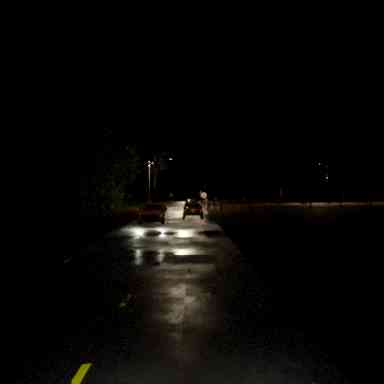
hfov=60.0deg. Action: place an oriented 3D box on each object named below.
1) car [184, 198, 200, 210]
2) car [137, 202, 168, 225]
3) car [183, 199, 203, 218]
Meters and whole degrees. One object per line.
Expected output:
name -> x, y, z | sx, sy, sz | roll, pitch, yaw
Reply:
car -> -0.005, 1.669, 46.653 | 2.163, 1.488, 4.792 | 0, 0, 0
car -> -2.840, 1.552, 24.912 | 1.882, 1.535, 5.008 | 0, 0, 0
car -> 0.074, 1.558, 30.724 | 1.801, 1.575, 5.366 | 0, 0, 0
